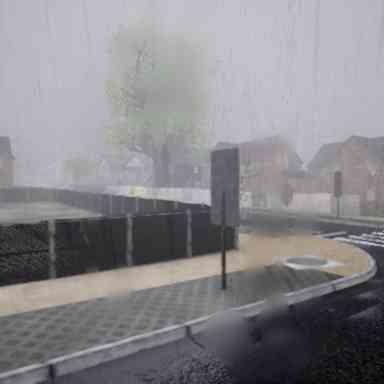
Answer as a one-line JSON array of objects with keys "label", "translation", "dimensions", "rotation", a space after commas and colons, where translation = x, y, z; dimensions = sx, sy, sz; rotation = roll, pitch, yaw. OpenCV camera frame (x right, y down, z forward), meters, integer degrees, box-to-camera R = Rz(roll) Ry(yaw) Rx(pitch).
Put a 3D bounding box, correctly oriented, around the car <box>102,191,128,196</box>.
[{"label": "car", "translation": [-8.863, 0.523, 37.291], "dimensions": [1.895, 1.301, 4.718], "rotation": [0, 2, -35]}]
